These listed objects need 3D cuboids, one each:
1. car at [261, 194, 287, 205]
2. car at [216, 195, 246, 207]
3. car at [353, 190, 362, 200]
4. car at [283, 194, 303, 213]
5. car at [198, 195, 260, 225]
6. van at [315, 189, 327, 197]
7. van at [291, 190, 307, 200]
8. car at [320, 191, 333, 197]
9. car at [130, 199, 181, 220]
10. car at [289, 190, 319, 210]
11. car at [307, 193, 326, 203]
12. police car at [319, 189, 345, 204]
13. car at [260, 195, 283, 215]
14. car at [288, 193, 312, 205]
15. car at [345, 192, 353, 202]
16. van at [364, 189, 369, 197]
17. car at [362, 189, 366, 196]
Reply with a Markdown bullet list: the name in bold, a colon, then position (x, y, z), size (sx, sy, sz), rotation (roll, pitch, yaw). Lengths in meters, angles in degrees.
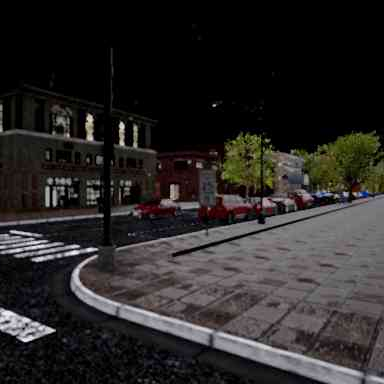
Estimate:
- **car**: position (11.239, 1.030, 45.485), size (1.895, 1.301, 4.718), rotation (1, 1, 35)
- **car**: position (4.848, 1.062, 40.820), size (1.947, 1.339, 4.313), rotation (1, 2, 34)
- **car**: position (30.581, 0.745, 63.511), size (1.802, 1.307, 4.206), rotation (1, 2, 34)
- **car**: position (8.630, 1.191, 31.519), size (2.008, 1.369, 4.403), rotation (1, 2, 34)
- **car**: position (2.360, 1.089, 22.373), size (2.192, 1.841, 5.009), rotation (1, 2, 34)
- **van**: position (29.938, 0.289, 77.376), size (1.690, 1.788, 3.998), rotation (2, 2, 34)
- **van**: position (20.530, 0.497, 63.666), size (1.690, 1.788, 3.998), rotation (2, 2, 34)
- **car**: position (33.072, 0.429, 81.952), size (2.008, 1.369, 4.403), rotation (2, 2, 34)
- **car**: position (-2.647, 1.251, 25.334), size (1.812, 1.442, 4.674), rotation (1, 1, 34)
- **car**: position (11.769, 0.888, 36.084), size (2.192, 1.841, 5.009), rotation (1, 2, 34)
- **car**: position (19.660, 0.855, 52.364), size (1.812, 1.442, 4.674), rotation (1, 1, 34)
- **police car**: position (19.506, 0.842, 46.600), size (1.930, 1.638, 5.238), rotation (1, 1, 34)
- **car**: position (5.495, 1.148, 26.945), size (1.967, 1.590, 4.097), rotation (1, 2, 34)
- **car**: position (14.658, 0.965, 44.974), size (1.812, 1.442, 4.674), rotation (1, 1, 35)
- **car**: position (23.371, 0.686, 52.268), size (2.097, 1.767, 4.553), rotation (1, 1, 34)
- **van**: position (39.992, 0.296, 77.218), size (1.690, 1.788, 3.998), rotation (1, 2, 34)
- **car**: position (33.814, 0.617, 68.220), size (1.752, 1.417, 4.829), rotation (1, 2, 34)
